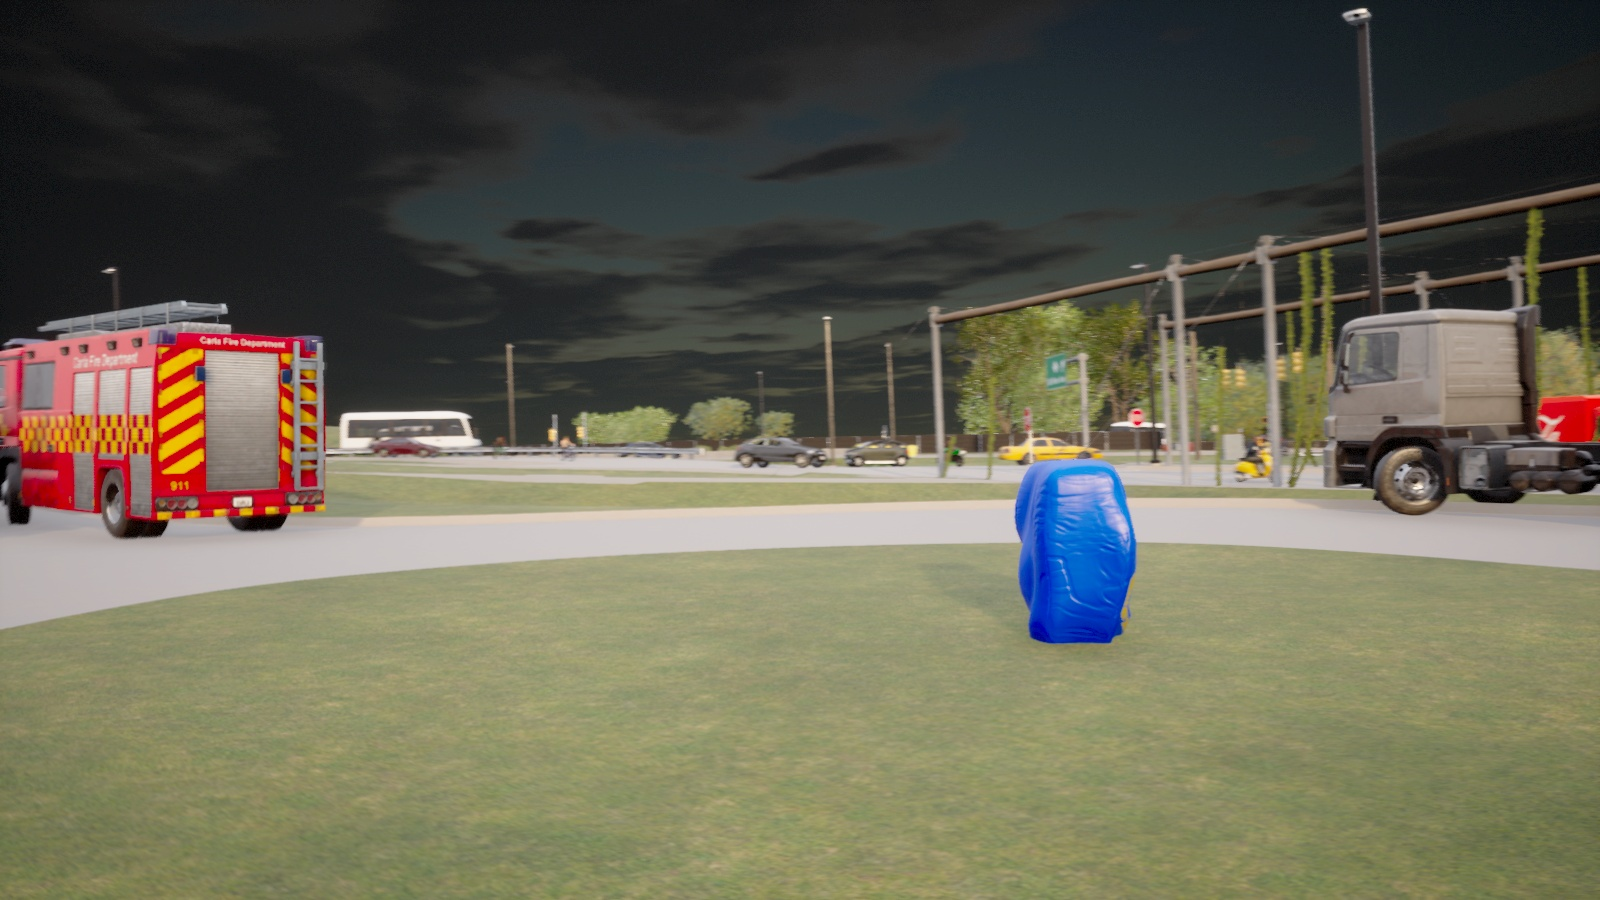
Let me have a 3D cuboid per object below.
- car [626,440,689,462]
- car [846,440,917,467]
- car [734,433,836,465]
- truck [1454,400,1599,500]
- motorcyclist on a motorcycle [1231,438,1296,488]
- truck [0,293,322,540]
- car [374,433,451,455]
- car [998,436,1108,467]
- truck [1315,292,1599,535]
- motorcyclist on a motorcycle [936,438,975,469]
[{"bbox_3d":[-11.187,0.048,98.641,4.856,1.649,2.033,-1,-1,-5],"label":"car"},{"bbox_3d":[4.624,0.215,71.375,3.705,1.549,1.789,0,-1,-11],"label":"car"},{"bbox_3d":[-0.814,-0.044,66.967,5.027,1.651,2.152,0,-1,27],"label":"car"},{"bbox_3d":[20.384,-0.033,32.794,2.627,2.467,5.204,-2,1,-31],"label":"truck"},{"bbox_3d":[15.174,0.415,41.114,0.866,1.590,1.817,-2,1,-32],"label":"motorcyclist on a motorcycle"},{"bbox_3d":[-12.339,-0.608,23.338,8.468,3.827,2.891,1,1,42],"label":"truck"},{"bbox_3d":[-26.677,-0.417,86.488,4.674,1.442,1.812,1,0,7],"label":"car"},{"bbox_3d":[13.240,0.081,65.822,5.366,1.575,1.801,0,-1,-3],"label":"car"},{"bbox_3d":[12.257,-0.566,19.236,2.891,3.462,7.936,-2,2,-31],"label":"truck"},{"bbox_3d":[7.898,0.149,63.883,0.797,1.523,2.044,-1,1,-35],"label":"motorcyclist on a motorcycle"}]
